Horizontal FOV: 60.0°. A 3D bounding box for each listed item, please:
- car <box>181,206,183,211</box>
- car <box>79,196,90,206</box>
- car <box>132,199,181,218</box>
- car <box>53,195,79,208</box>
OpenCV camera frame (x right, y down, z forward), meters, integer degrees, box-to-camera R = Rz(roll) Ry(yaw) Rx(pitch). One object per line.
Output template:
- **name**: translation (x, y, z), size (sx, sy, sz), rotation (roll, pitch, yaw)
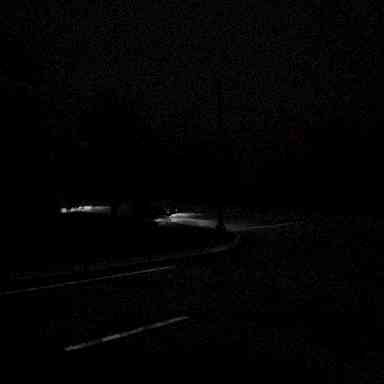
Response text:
- **car**: translation (-3.165, 1.384, 33.909), size (2.033, 1.411, 5.357), rotation (-1, 1, -39)
- **car**: translation (-17.491, 1.424, 51.833), size (2.128, 1.511, 4.902), rotation (-1, 0, -38)
- **car**: translation (-3.430, 1.367, 28.596), size (2.128, 1.511, 4.902), rotation (-1, 1, -38)
- **car**: translation (-18.301, 1.448, 47.215), size (2.128, 1.511, 4.902), rotation (-1, 0, -38)
